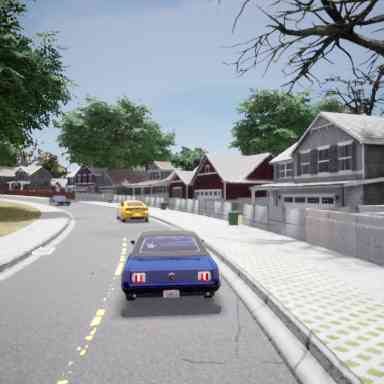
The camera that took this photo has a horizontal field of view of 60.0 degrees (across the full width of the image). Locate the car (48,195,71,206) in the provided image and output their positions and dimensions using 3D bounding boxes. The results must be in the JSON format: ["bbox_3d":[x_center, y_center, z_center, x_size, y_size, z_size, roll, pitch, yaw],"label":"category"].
[{"bbox_3d":[-18.443,1.182,46.167,2.033,1.411,5.357,0,1,-36],"label":"car"}]

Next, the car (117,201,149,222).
[{"bbox_3d":[-4.615,1.394,25.552,1.882,1.535,5.008,0,0,-19],"label":"car"}]

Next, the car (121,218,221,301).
[{"bbox_3d":[-0.607,1.596,8.368,1.895,1.301,4.718,0,0,-6],"label":"car"}]
